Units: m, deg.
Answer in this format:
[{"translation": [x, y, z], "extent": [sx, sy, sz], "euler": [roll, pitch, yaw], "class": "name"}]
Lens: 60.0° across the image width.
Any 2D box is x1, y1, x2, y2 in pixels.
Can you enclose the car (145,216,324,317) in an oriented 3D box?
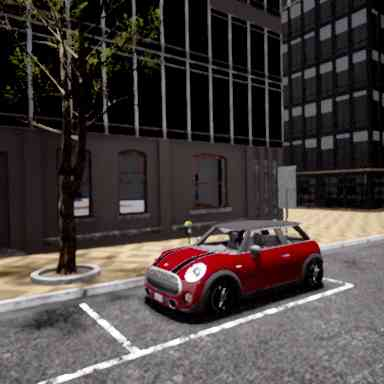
[{"translation": [1.000, 1.395, 7.294], "extent": [4.097, 1.590, 1.967], "euler": [-1, 0, -36], "class": "car"}]
